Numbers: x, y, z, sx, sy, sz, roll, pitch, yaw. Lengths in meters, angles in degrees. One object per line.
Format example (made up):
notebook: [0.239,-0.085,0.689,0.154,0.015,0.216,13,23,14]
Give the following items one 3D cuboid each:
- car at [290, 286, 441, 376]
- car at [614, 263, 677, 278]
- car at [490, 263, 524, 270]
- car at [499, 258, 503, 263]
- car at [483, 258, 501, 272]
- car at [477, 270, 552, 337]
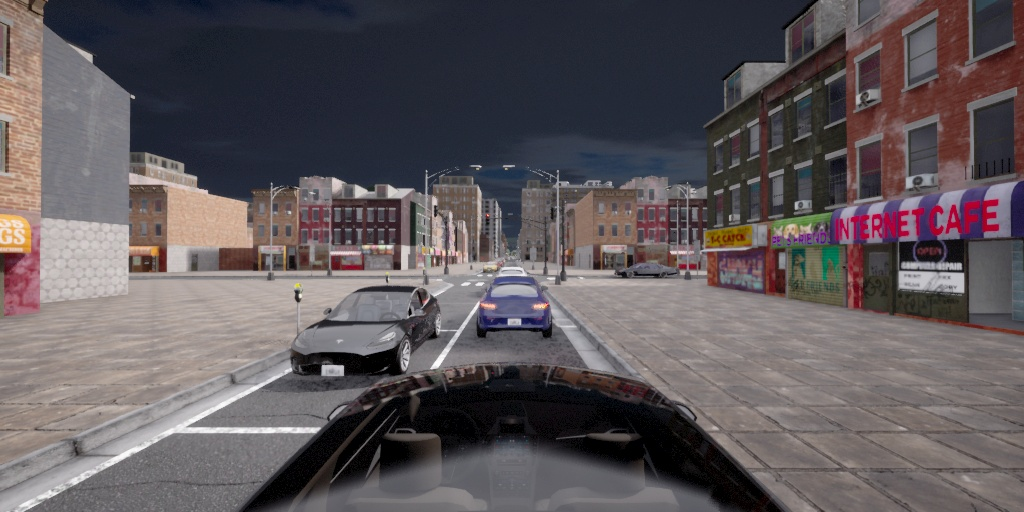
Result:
car: [-2.647,1.317,7.459,1.948,1.339,4.313,0,0,0]
car: [12.275,1.304,33.068,5.357,1.411,2.033,0,0,0]
car: [-0.011,1.284,19.275,1.812,1.442,4.674,0,0,0]
car: [-2.717,1.355,50.833,1.888,1.381,4.507,0,0,0]
car: [-2.708,1.322,45.058,1.751,1.417,4.829,0,0,0]
car: [0.065,1.278,10.141,1.812,1.442,4.674,0,0,0]
